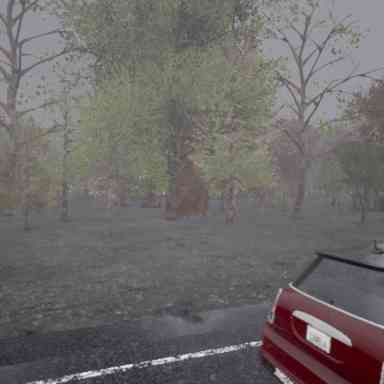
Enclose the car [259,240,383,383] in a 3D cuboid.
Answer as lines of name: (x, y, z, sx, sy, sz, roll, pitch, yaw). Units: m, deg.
car: (3.139, 1.352, 3.760, 4.553, 1.767, 2.097, 0, 0, -20)
